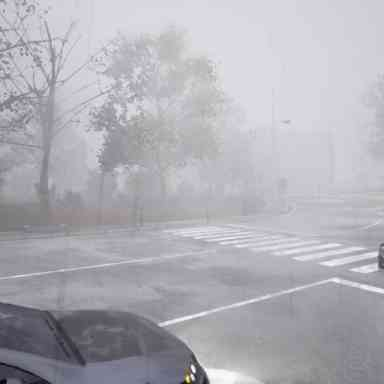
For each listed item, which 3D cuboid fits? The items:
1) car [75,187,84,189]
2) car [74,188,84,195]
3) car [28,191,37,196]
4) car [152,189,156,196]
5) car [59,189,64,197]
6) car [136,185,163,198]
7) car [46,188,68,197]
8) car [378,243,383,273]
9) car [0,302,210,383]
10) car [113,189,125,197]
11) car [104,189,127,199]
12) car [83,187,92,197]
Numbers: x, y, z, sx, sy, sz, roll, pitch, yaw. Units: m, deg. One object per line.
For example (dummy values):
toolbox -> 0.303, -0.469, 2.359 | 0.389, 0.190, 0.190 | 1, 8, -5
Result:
car -> -23.787, 0.062, 70.567 | 2.435, 2.045, 5.566 | 0, 2, 18
car -> -21.445, 0.351, 68.735 | 2.163, 1.488, 4.792 | -1, 2, 18
car -> -37.635, 0.114, 81.832 | 2.097, 1.535, 5.008 | 0, 2, 20
car -> -4.889, 0.127, 56.140 | 2.231, 1.521, 4.892 | -1, 2, 16
car -> -26.112, 0.294, 72.451 | 2.231, 1.521, 4.892 | -1, 2, 18
car -> -7.290, -0.082, 57.878 | 2.435, 2.045, 5.566 | -1, 2, 17
car -> -30.753, 0.103, 76.151 | 2.185, 1.767, 4.553 | 0, 2, 19
car -> 6.575, 1.465, 8.297 | 4.902, 1.511, 2.128 | 0, 0, -34
car -> -1.867, 1.564, 2.427 | 4.181, 1.385, 1.994 | 0, 0, -35
car -> -12.038, 0.125, 61.458 | 2.185, 1.767, 4.553 | -2, 1, 17
car -> -14.433, 0.286, 63.111 | 1.946, 1.575, 5.366 | -1, 2, 17
car -> -19.091, 0.192, 66.956 | 2.185, 1.767, 4.553 | -1, 2, 18
